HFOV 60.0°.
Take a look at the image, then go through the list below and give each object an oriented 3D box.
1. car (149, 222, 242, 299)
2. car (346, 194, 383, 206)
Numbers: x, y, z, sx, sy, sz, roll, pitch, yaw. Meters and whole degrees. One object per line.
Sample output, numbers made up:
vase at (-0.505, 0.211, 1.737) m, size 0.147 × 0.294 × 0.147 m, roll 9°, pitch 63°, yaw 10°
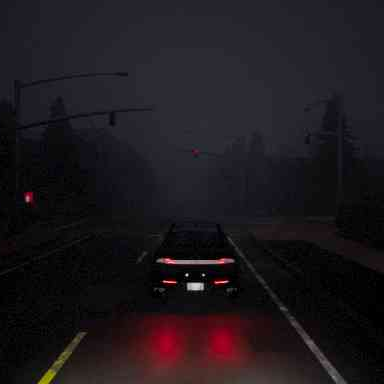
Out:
car at (0.082, 1.492, 8.423) m, size 2.128 × 1.511 × 4.902 m, roll 0°, pitch 0°, yaw 0°
car at (15.876, 1.202, 28.946) m, size 5.566 × 2.045 × 2.150 m, roll 0°, pitch 0°, yaw -8°
